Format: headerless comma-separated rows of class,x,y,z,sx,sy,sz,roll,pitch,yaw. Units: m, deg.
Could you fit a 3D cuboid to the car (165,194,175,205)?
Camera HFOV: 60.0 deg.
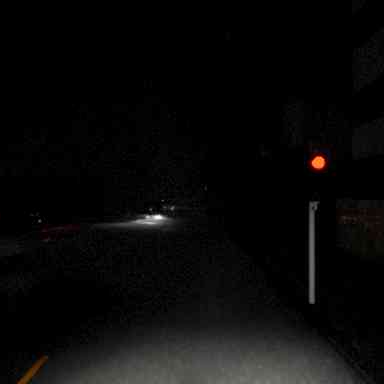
car,-3.993,1.324,56.623,2.097,1.767,4.553,0,0,0

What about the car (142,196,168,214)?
car,-4.087,1.475,35.411,2.128,1.511,4.902,0,0,0

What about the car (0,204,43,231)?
car,-11.565,1.496,19.942,4.892,1.490,1.837,0,3,-1
